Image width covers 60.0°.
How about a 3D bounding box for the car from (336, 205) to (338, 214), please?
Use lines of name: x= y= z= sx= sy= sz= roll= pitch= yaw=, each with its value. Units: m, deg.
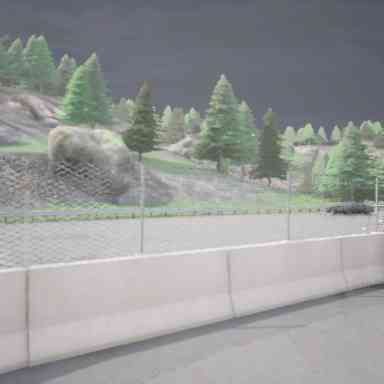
car: x=16.294 y=1.661 z=34.048 sx=5.357 sy=1.411 sz=2.033 roll=1 pitch=0 yaw=-27
